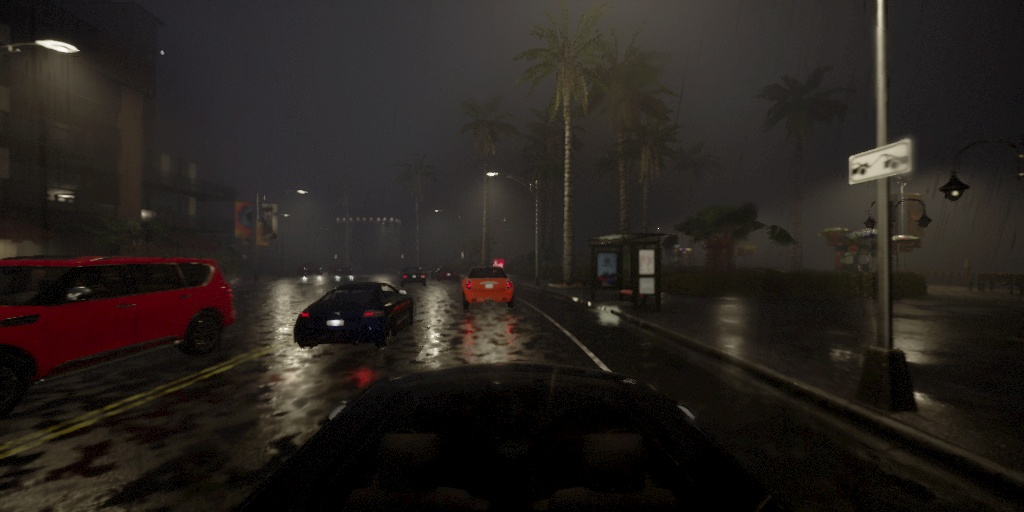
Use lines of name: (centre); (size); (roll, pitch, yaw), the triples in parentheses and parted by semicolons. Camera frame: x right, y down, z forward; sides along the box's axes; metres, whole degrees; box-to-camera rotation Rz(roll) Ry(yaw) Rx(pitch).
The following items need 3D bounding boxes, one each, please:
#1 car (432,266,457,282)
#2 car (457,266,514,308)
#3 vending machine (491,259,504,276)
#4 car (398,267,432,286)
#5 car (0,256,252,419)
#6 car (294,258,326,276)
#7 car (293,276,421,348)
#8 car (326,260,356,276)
car: (-6.378, 1.616, 33.487); (1.994, 1.385, 4.181); (0, -1, -23)
car: (-1.263, 1.240, 16.300); (2.097, 1.767, 4.553); (0, -1, -10)
vending machine: (-1.452, 1.317, 40.844); (1.100, 2.100, 0.880); (0, 0, -26)
car: (-7.814, 1.547, 27.949); (2.033, 1.411, 5.357); (0, -1, -19)
car: (-7.294, 1.011, 5.851); (2.150, 2.045, 5.566); (0, -1, -3)
car: (-24.354, 1.496, 43.175); (2.097, 1.767, 4.553); (0, -1, -40)
car: (-3.863, 1.388, 9.496); (1.994, 1.385, 4.181); (0, -1, -5)
car: (-21.973, 1.647, 45.802); (1.882, 1.535, 5.008); (1, -1, -40)
